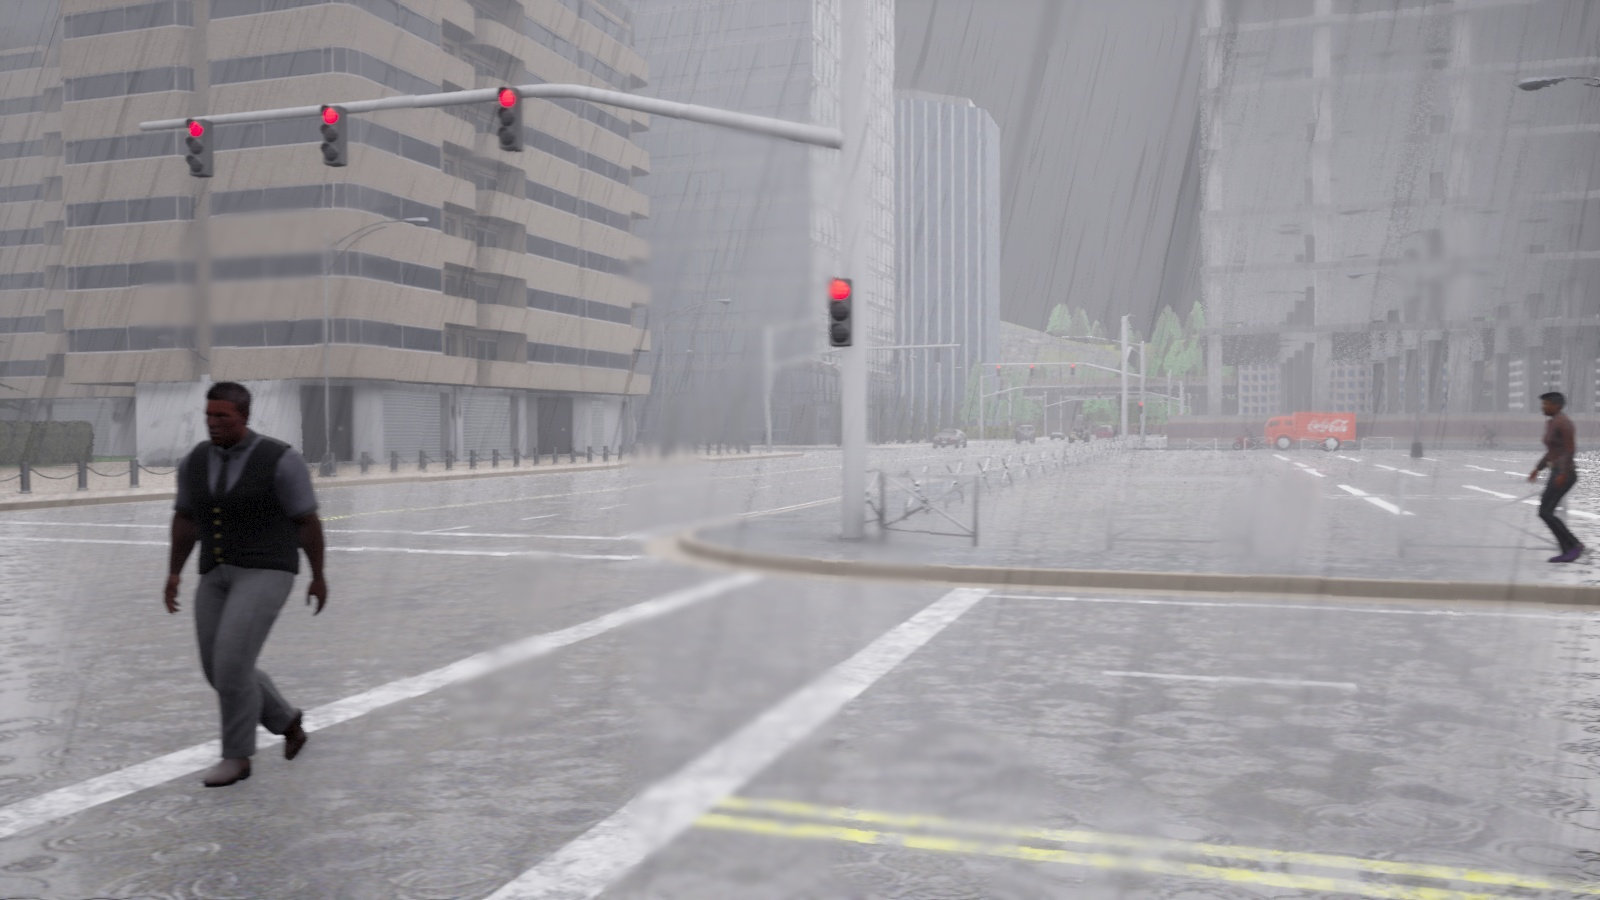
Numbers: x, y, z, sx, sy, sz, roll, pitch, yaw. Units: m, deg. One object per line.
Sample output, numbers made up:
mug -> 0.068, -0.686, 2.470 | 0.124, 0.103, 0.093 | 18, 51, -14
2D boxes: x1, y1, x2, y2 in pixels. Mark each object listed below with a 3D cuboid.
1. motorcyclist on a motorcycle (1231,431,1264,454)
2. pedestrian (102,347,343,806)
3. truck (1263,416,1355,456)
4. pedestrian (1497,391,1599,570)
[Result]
motorcyclist on a motorcycle -> 29.882, -0.486, 83.863 | 2.044, 1.523, 0.797 | 1, 1, 18
pedestrian -> -2.553, 0.513, 5.623 | 0.563, 1.883, 0.849 | 0, 1, 14
truck -> 32.141, -0.876, 79.450 | 5.204, 2.467, 2.627 | 1, 1, 18
pedestrian -> 7.739, 0.305, 12.977 | 0.869, 1.805, 0.328 | 1, 1, 18
